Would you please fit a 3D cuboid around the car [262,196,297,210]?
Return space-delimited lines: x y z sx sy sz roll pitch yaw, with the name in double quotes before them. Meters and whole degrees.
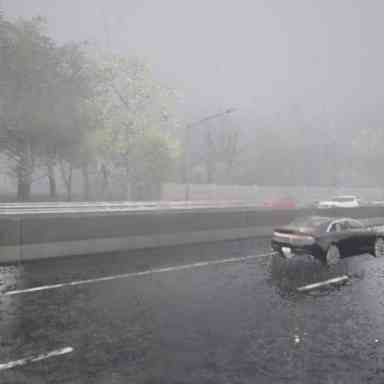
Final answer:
"car" 11.213 1.465 41.900 5.566 2.045 2.150 1 0 -37

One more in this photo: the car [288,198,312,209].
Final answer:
"car" 14.135 1.757 39.873 4.892 1.490 1.837 1 0 -35

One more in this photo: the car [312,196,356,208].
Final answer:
"car" 16.335 1.475 37.145 5.566 2.045 2.150 0 0 -35

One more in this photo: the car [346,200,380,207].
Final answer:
"car" 18.108 1.816 34.110 4.181 1.385 1.994 1 0 -35

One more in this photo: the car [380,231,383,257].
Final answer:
"car" 7.370 1.556 9.019 5.008 1.535 1.882 0 0 -35

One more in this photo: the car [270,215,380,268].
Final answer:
"car" 4.846 1.566 11.519 4.902 1.511 2.128 0 0 -35
